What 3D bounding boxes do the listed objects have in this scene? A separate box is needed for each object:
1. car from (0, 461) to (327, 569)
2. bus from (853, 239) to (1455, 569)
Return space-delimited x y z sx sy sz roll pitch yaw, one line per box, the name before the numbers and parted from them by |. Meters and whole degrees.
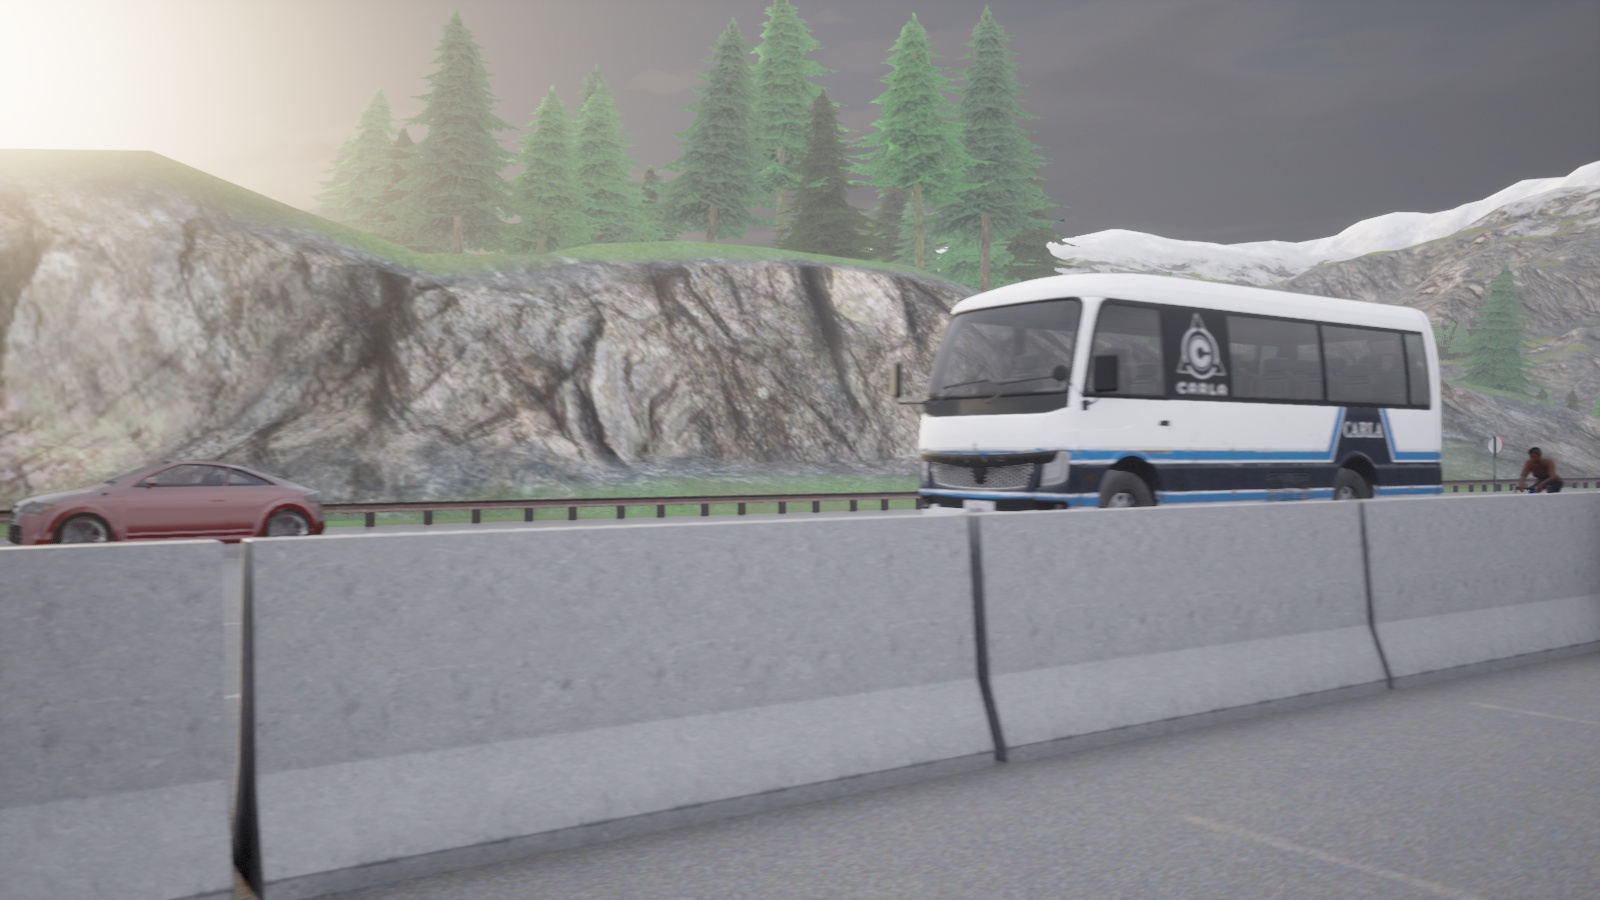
car | -9.384 0.874 18.448 4.181 1.385 1.994 0 0 -35
bus | 6.166 -0.594 20.748 10.273 4.253 3.944 0 0 -35
